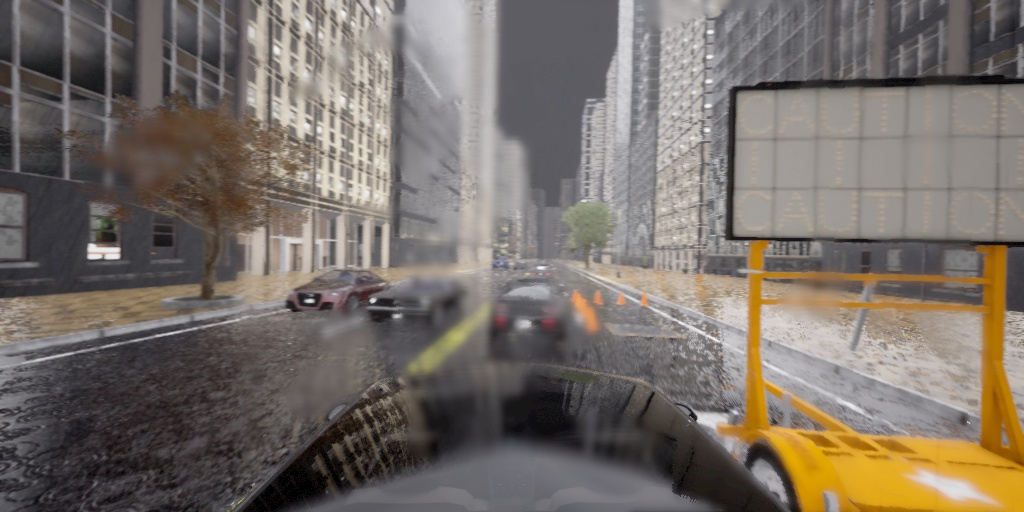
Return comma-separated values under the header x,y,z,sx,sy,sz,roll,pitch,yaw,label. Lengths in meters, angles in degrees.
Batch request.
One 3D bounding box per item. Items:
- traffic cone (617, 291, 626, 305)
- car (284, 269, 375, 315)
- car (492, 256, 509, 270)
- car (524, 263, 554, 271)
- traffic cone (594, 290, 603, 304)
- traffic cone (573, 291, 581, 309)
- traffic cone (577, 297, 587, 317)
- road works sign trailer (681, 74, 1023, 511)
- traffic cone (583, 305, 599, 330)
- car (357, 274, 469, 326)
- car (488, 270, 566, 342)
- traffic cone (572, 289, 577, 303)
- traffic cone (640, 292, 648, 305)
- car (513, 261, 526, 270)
x,y,z,sx,sy,sz,roll,pitch,yaw,label
4.878,1.854,16.027,0.340,0.580,0.340,0,0,6,traffic cone
-5.935,1.176,12.829,1.994,1.385,4.181,1,0,6,car
-1.682,1.001,54.890,2.150,2.045,5.566,1,0,6,car
2.381,1.401,28.775,2.033,1.411,5.357,1,0,6,car
3.883,1.829,16.125,0.340,0.580,0.340,0,0,6,traffic cone
2.691,1.795,14.235,0.340,0.580,0.340,0,0,6,traffic cone
2.492,1.787,12.244,0.340,0.580,0.340,0,0,6,traffic cone
2.994,0.295,3.177,2.380,3.560,2.880,0,0,7,road works sign trailer
2.294,1.778,10.254,0.340,0.580,0.340,0,0,6,traffic cone
-2.792,1.293,11.649,1.895,1.301,4.718,1,0,6,car
0.499,1.301,9.887,1.812,1.442,4.674,1,0,6,car
2.889,1.803,16.225,0.340,0.580,0.340,0,0,6,traffic cone
5.873,1.880,15.927,0.340,0.580,0.340,0,0,6,traffic cone
1.343,1.426,52.688,1.994,1.385,4.181,1,0,6,car
